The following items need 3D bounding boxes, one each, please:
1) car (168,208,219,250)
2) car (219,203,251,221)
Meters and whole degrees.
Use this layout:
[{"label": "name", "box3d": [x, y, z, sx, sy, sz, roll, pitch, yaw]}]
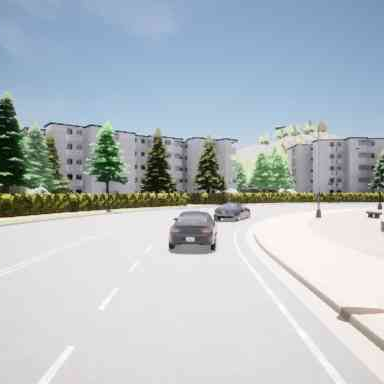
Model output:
[{"label": "car", "box3d": [0.121, 1.533, 14.234, 1.812, 1.442, 4.674, 0, 0, 5]}, {"label": "car", "box3d": [3.345, 1.563, 26.998, 2.033, 1.411, 5.357, 0, 0, 24]}]
